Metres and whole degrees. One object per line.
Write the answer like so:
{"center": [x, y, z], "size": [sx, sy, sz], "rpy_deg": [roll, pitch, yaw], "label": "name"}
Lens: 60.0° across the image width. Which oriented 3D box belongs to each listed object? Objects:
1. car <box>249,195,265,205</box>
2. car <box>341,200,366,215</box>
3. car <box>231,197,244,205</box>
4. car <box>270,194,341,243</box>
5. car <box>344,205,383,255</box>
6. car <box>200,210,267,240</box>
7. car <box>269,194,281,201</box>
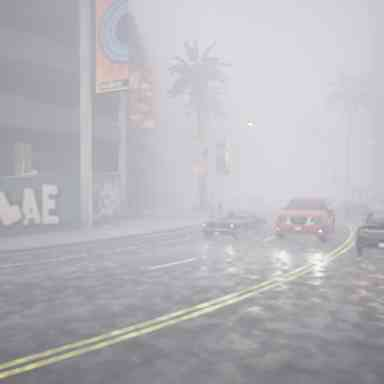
{"center": [11.536, 1.427, 59.356], "size": [2.097, 1.767, 4.553], "rpy_deg": [0, 0, 2], "label": "car"}
{"center": [13.963, 1.466, 29.250], "size": [2.128, 1.511, 4.902], "rpy_deg": [0, 0, 9], "label": "car"}
{"center": [8.030, 1.605, 59.297], "size": [1.837, 1.490, 4.892], "rpy_deg": [0, 0, 2], "label": "car"}
{"center": [5.913, 1.224, 16.789], "size": [2.150, 2.045, 5.566], "rpy_deg": [0, 0, 29], "label": "car"}
{"center": [7.448, 1.470, 12.524], "size": [2.128, 1.511, 4.902], "rpy_deg": [0, 0, 35], "label": "car"}
{"center": [2.305, 1.633, 17.477], "size": [1.895, 1.301, 4.718], "rpy_deg": [0, 0, 31], "label": "car"}
{"center": [22.219, 1.427, 88.911], "size": [2.185, 1.767, 4.553], "rpy_deg": [0, 0, 1], "label": "car"}
